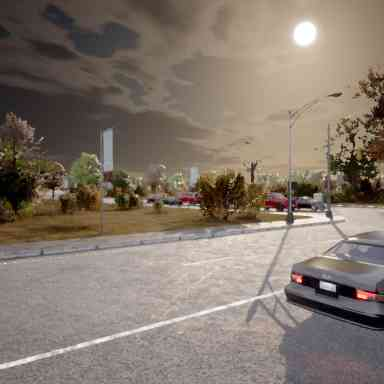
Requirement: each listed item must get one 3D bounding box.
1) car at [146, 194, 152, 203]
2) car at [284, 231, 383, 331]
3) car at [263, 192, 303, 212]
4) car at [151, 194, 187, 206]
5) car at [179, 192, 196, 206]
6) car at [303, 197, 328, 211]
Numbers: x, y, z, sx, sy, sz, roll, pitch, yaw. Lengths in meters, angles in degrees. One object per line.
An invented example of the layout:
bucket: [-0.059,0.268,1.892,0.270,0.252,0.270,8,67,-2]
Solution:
car: [-6.413,1.176,60.631,2.097,1.767,4.553,-1,0,-38]
car: [4.176,1.528,6.746,5.357,1.411,2.033,0,0,-36]
car: [8.750,1.059,36.252,2.150,2.045,5.566,-1,0,-37]
car: [-3.605,1.393,51.519,2.033,1.411,5.357,-1,0,-39]
car: [-0.081,1.042,52.723,2.150,2.045,5.566,-1,0,-39]
car: [12.629,1.304,36.986,2.128,1.511,4.902,-1,0,-39]
